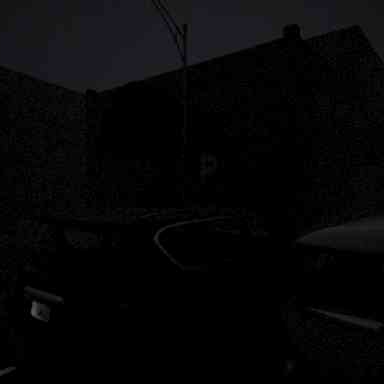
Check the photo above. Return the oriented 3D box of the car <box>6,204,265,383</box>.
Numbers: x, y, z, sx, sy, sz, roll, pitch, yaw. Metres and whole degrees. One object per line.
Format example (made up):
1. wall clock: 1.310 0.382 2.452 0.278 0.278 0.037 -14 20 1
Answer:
1. car: 0.154 1.217 5.297 2.435 2.045 5.566 0 0 36

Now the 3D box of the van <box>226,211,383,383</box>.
1. van: 2.319 1.248 3.552 1.878 1.987 4.442 0 0 36
